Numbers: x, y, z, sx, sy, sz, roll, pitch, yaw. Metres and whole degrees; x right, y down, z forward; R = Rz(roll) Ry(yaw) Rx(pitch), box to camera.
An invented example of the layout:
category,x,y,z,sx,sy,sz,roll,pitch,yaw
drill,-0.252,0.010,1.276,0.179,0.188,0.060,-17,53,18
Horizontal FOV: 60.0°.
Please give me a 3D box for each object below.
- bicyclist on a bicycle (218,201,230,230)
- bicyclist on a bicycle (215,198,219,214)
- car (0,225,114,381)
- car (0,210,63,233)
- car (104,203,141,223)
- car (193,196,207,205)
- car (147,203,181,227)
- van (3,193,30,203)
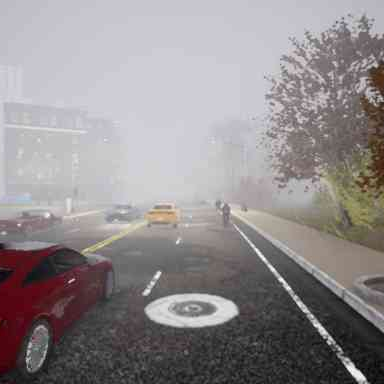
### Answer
category,x,y,z,sx,sy,sz,roll,pitch,yaw
bicyclist on a bicycle,2.069,1.486,20.183,0.582,1.620,1.656,0,0,2
bicyclist on a bicycle,2.367,1.419,30.099,0.659,1.776,1.843,0,0,1
car,-2.694,1.538,5.389,1.812,1.442,4.674,0,0,3
car,-8.763,1.642,17.838,1.895,1.301,4.718,0,0,2
car,-5.228,1.599,25.966,2.033,1.411,5.357,0,0,2
car,1.630,1.634,59.183,2.033,1.411,5.357,0,0,-1
car,-1.875,1.520,23.160,1.882,1.535,5.008,0,0,2
van,-29.335,1.020,56.026,3.998,1.788,1.690,1,-1,-29
